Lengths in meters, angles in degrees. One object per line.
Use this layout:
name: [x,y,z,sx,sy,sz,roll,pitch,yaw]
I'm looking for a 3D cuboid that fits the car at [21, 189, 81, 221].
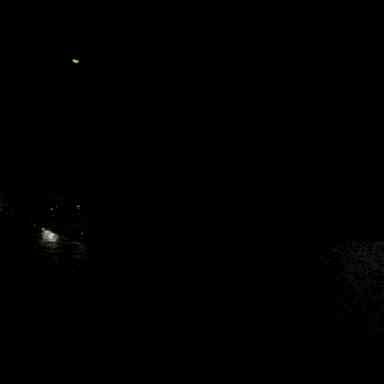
car: [-8.049,0.625,18.813,1.882,1.535,5.008,-1,4,-44]
